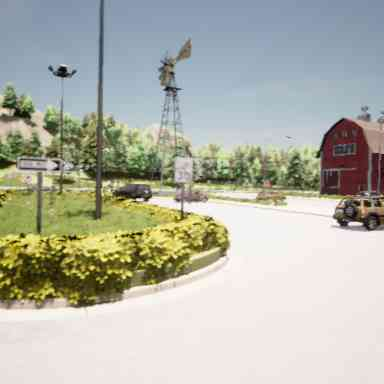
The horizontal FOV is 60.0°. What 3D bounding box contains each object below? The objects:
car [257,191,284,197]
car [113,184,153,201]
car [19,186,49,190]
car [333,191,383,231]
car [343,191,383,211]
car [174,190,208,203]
[{"bbox_3d":[10.886,0.570,45.268,4.193,1.474,1.816,1,2,-26],"label":"car"},{"bbox_3d":[-6.818,0.046,38.114,2.150,2.045,5.566,0,2,-45],"label":"car"},{"bbox_3d":[-18.918,-0.044,40.164,5.008,1.535,1.882,1,2,-18],"label":"car"},{"bbox_3d":[10.050,1.057,18.428,4.605,1.855,1.932,1,2,-26],"label":"car"},{"bbox_3d":[17.391,0.844,33.447,3.866,1.878,1.905,1,2,-26],"label":"car"},{"bbox_3d":[-0.105,0.498,38.477,3.905,1.438,1.784,1,2,-26],"label":"car"}]
